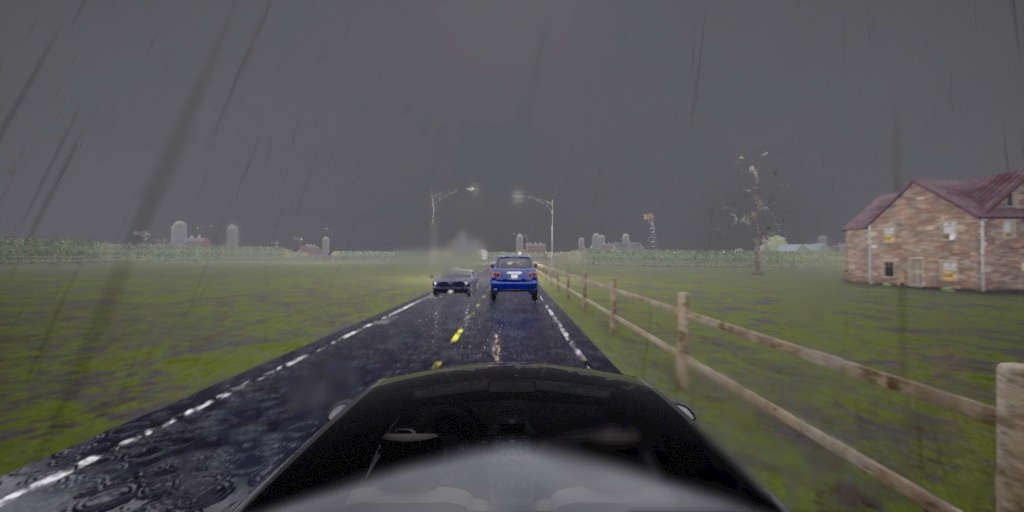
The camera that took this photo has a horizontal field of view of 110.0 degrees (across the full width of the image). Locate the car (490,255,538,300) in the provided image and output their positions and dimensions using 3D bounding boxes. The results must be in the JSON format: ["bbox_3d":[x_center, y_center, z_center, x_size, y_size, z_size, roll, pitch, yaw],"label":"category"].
[{"bbox_3d":[0.102,0.969,17.943,2.150,2.045,5.566,0,0,0],"label":"car"}]

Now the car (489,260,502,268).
[{"bbox_3d":[-2.766,1.304,61.450,1.895,1.301,4.718,0,0,1],"label":"car"}]

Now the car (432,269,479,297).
[{"bbox_3d":[-2.848,1.348,18.830,1.895,1.301,4.718,0,0,0],"label":"car"}]
